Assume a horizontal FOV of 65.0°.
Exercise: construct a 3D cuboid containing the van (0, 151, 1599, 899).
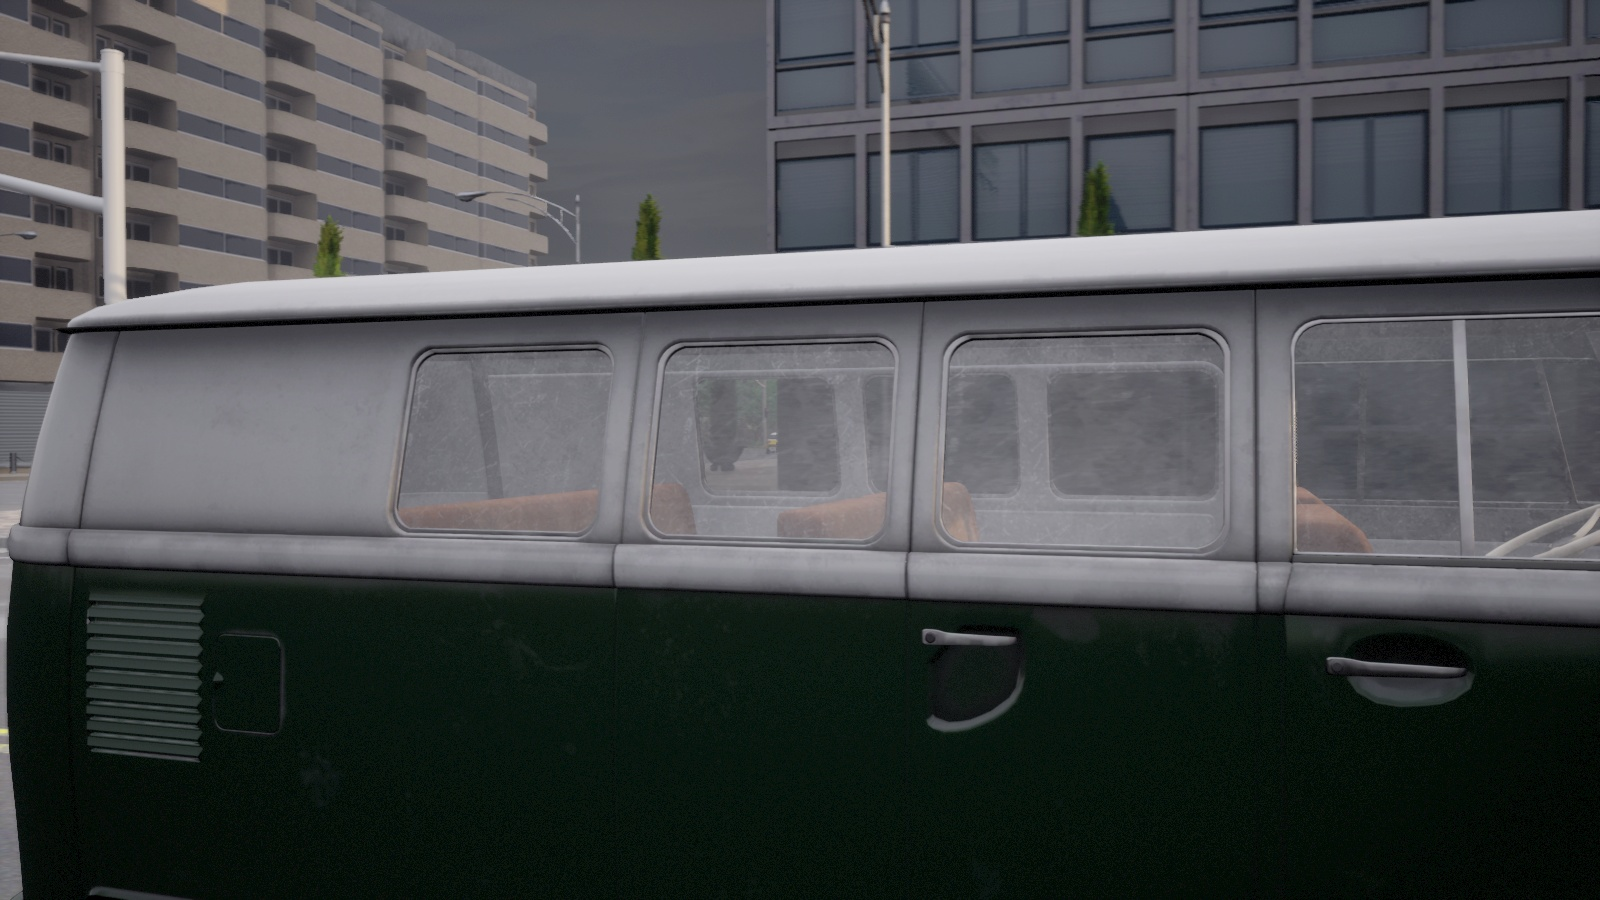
[{"bbox_3d":[0.270,0.531,3.099,4.442,1.987,1.775,1,1,19],"label":"van"}]
